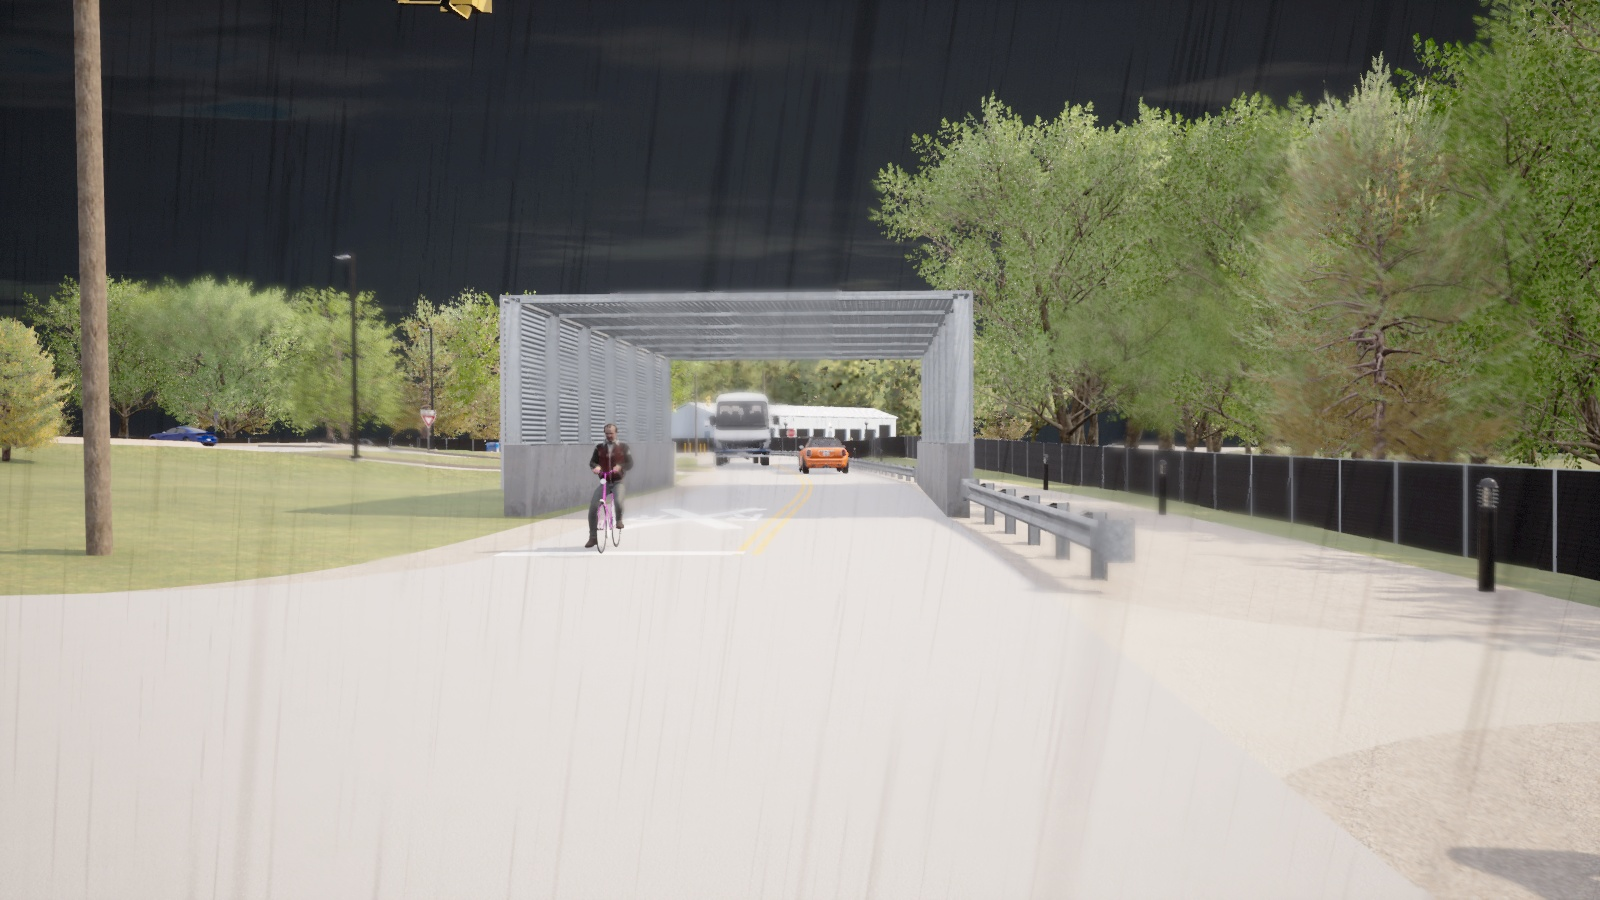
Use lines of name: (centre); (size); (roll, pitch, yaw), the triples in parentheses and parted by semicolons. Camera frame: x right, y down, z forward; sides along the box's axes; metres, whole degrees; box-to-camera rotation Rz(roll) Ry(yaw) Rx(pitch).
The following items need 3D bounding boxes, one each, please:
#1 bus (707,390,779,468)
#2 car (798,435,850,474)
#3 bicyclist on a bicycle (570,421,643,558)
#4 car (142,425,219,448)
bus: (-3.454, -1.227, 74.665); (3.944, 4.253, 10.273); (0, 1, -3)
car: (1.054, 0.185, 58.602); (2.097, 1.767, 4.553); (0, 1, -3)
bicyclist on a bicycle: (-2.634, 0.512, 17.259); (0.659, 1.776, 1.843); (0, 0, 2)
car: (-42.703, -0.920, 86.621); (5.008, 1.535, 1.882); (0, -2, 22)
